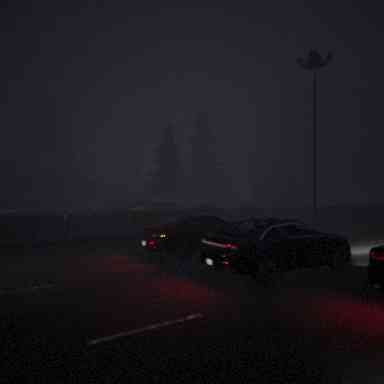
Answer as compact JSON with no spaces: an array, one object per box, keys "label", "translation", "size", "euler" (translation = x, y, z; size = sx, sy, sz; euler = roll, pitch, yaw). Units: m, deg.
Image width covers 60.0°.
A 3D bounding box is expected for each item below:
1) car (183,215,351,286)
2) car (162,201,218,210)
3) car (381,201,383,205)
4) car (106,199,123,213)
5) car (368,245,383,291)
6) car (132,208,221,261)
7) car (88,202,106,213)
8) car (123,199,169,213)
[{"label":"car","translation":[2.467,1.481,9.391],"size":[4.902,1.511,2.128],"euler":[0,0,-32]},{"label":"car","translation":[0.524,1.564,24.758],"size":[4.718,1.301,1.895],"euler":[0,0,-29]},{"label":"car","translation":[29.885,1.507,48.484],"size":[4.674,1.442,1.812],"euler":[0,0,-16]},{"label":"car","translation":[-4.847,1.472,29.718],"size":[4.674,1.442,1.812],"euler":[0,0,-30]},{"label":"car","translation":[6.089,1.477,7.515],"size":[5.008,1.535,1.882],"euler":[0,0,-31]},{"label":"car","translation":[0.358,1.507,12.192],"size":[4.674,1.442,1.812],"euler":[0,0,-32]},{"label":"car","translation":[-7.509,1.415,32.196],"size":[5.008,1.535,1.882],"euler":[0,0,-31]},{"label":"car","translation":[-2.681,1.432,26.933],"size":[5.008,1.535,1.882],"euler":[0,0,-30]}]
